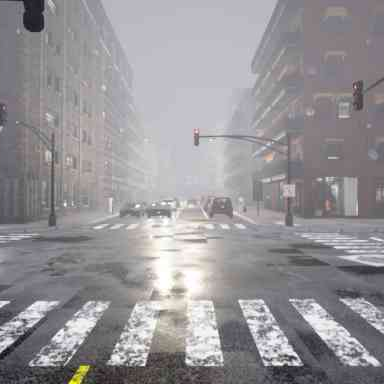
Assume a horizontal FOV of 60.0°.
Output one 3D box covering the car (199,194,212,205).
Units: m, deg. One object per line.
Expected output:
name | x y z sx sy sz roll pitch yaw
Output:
car | 2.517 1.404 63.549 2.192 1.841 5.009 1 0 0

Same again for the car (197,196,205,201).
car | 2.484 1.816 91.364 1.947 1.339 4.313 1 0 0

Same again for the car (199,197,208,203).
car | 2.501 1.731 74.672 1.802 1.307 4.206 1 0 0

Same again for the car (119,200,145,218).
car | -5.329 1.578 30.136 1.947 1.339 4.313 1 0 0

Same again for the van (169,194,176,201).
van | -5.393 1.591 91.325 1.690 1.788 3.998 1 0 0

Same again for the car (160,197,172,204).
car | -5.373 1.669 69.069 2.008 1.369 4.403 1 0 0

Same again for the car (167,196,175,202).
car | -5.390 1.767 85.759 2.008 1.369 4.403 1 0 0

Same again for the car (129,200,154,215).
car | -5.335 1.582 35.697 1.947 1.339 4.313 1 0 0

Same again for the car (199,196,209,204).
car | 2.509 1.558 69.112 1.967 1.590 4.097 1 0 0

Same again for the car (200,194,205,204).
car | 2.542 1.337 41.315 2.192 1.841 5.009 1 0 0

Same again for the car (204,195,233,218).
car | 2.555 1.327 30.190 2.192 1.841 5.009 1 0 0

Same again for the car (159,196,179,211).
car | -2.867 1.546 40.261 1.812 1.442 4.674 0 0 0

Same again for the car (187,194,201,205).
car | 0.039 1.567 60.150 2.128 1.511 4.902 0 0 0

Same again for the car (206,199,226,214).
car | 2.545 1.541 35.919 1.752 1.417 4.829 1 0 0

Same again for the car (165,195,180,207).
car | -2.809 1.567 50.463 1.812 1.442 4.674 0 0 0

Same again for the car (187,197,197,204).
car | -0.008 1.687 70.385 1.994 1.385 4.181 0 0 0

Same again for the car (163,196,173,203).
car | -5.378 1.673 74.461 1.752 1.417 4.829 1 0 0

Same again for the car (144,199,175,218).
car | -2.873 1.576 30.371 1.994 1.385 4.181 0 0 0
